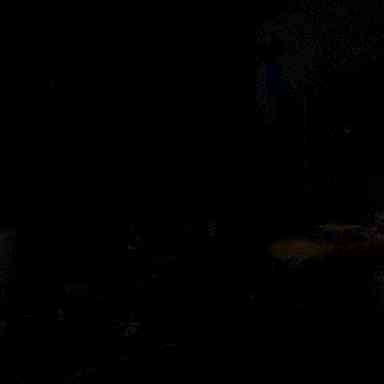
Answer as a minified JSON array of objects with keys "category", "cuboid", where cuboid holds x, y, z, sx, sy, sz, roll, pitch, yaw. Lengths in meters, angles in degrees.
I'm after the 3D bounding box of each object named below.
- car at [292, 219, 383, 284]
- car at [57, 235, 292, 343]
[{"category":"car","cuboid":[3.992,1.526,9.552,4.829,1.417,1.752,0,0,-36]},{"category":"car","cuboid":[-0.279,1.566,6.469,4.313,1.339,1.947,0,0,-36]}]
